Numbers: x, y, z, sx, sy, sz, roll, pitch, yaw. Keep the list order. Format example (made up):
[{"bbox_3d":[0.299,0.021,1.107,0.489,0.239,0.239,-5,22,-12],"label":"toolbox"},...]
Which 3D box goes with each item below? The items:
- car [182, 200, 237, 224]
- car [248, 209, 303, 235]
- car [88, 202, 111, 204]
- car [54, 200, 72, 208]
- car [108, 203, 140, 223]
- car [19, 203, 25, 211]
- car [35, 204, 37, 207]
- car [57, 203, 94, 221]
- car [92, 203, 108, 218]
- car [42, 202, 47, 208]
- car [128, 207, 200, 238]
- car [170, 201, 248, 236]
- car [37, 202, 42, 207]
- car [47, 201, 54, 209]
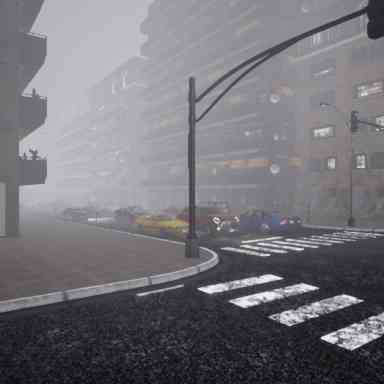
[{"bbox_3d":[1.450,1.713,29.643,2.192,1.841,5.009,-1,0,-36],"label":"car"},{"bbox_3d":[4.322,1.790,20.827,2.033,1.411,5.357,0,-1,-31],"label":"car"},{"bbox_3d":[-12.604,2.370,44.612,1.895,1.301,4.718,0,-1,-36],"label":"car"},{"bbox_3d":[-25.238,2.524,66.255,2.192,1.841,5.009,-1,0,-36],"label":"car"},{"bbox_3d":[-5.118,1.961,28.909,2.128,1.511,4.902,0,-1,-36],"label":"car"},{"bbox_3d":[-31.942,2.770,61.290,1.887,1.381,4.507,-1,0,-36],"label":"car"},{"bbox_3d":[-38.572,3.168,84.565,1.947,1.339,4.313,-1,0,-36],"label":"car"},{"bbox_3d":[-11.925,2.163,33.829,1.887,1.381,4.507,-1,0,-36],"label":"car"},{"bbox_3d":[-11.481,2.228,37.654,1.994,1.385,4.181,0,-1,-36],"label":"car"},{"bbox_3d":[-31.904,2.973,75.409,1.947,1.339,4.313,-1,0,-36],"label":"car"},{"bbox_3d":[-1.817,1.833,19.961,1.752,1.417,4.829,-1,0,-36],"label":"car"},{"bbox_3d":[0.927,1.634,20.606,2.097,1.767,4.553,0,-1,-36],"label":"car"},{"bbox_3d":[-35.241,3.049,79.986,1.887,1.381,4.507,-1,0,-36],"label":"car"},{"bbox_3d":[-28.574,2.623,70.833,2.192,1.841,5.009,-1,0,-36],"label":"car"}]
